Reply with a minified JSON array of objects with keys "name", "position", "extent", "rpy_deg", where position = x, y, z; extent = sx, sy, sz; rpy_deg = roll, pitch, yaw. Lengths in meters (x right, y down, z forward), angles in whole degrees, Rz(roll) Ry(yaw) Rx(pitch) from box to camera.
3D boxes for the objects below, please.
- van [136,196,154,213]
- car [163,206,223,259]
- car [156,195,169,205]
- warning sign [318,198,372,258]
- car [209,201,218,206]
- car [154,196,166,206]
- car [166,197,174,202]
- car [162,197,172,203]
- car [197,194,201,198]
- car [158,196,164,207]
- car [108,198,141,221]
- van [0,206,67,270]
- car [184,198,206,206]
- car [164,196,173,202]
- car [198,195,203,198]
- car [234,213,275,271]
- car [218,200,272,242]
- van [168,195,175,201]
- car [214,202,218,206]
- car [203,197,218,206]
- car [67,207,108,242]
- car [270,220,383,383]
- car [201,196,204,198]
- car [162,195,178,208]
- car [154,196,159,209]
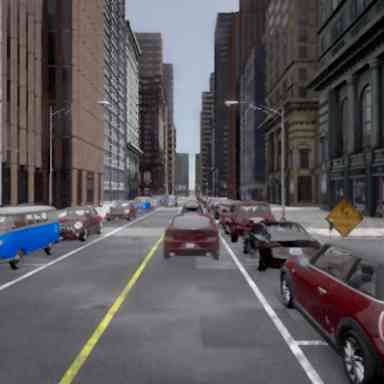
[{"name":"van","position":[-5.839,1.469,39.055],"extent":[1.690,1.788,3.998],"rpy_deg":[0,0,0]},{"name":"car","position":[0.051,1.520,12.831],"extent":[1.882,1.535,5.008],"rpy_deg":[0,0,3]},{"name":"car","position":[-5.895,1.544,67.238],"extent":[2.192,1.841,5.009],"rpy_deg":[0,0,0]},{"name":"warning sign","position":[5.052,1.152,11.060],"extent":[1.300,1.860,1.060],"rpy_deg":[0,0,0]},{"name":"car","position":[2.708,1.657,27.806],"extent":[1.947,1.339,4.313],"rpy_deg":[0,0,0]},{"name":"car","position":[-5.884,1.648,61.600],"extent":[1.967,1.590,4.097],"rpy_deg":[0,0,0]},{"name":"car","position":[-5.938,1.898,89.783],"extent":[1.802,1.307,4.206],"rpy_deg":[0,0,0]},{"name":"car","position":[-5.916,1.837,78.510],"extent":[1.947,1.339,4.313],"rpy_deg":[0,0,0]},{"name":"car","position":[2.609,1.854,78.532],"extent":[1.802,1.307,4.206],"rpy_deg":[0,0,0]},{"name":"car","position":[-5.861,1.717,50.327],"extent":[2.008,1.369,4.403],"rpy_deg":[0,0,0]},{"name":"car","position":[-5.817,1.531,27.781],"extent":[1.967,1.590,4.097],"rpy_deg":[0,0,0]},{"name":"van","position":[-5.784,1.376,10.872],"extent":[1.690,1.788,3.998],"rpy_deg":[0,0,0]},{"name":"car","position":[0.018,1.603,29.527],"extent":[1.837,1.490,4.892],"rpy_deg":[0,0,0]},{"name":"car","position":[-5.927,1.844,84.146],"extent":[2.008,1.369,4.403],"rpy_deg":[0,0,0]},{"name":"car","position":[2.631,1.812,67.259],"extent":[1.802,1.307,4.206],"rpy_deg":[0,0,0]},{"name":"car","position":[2.741,1.602,10.897],"extent":[1.947,1.339,4.313],"rpy_deg":[0,0,0]},{"name":"car","position":[2.730,1.370,16.534],"extent":[2.192,1.841,5.009],"rpy_deg":[0,0,0]},{"name":"van","position":[-5.950,1.681,95.421],"extent":[1.690,1.788,3.998],"rpy_deg":[0,0,0]},{"name":"car","position":[2.719,1.618,22.170],"extent":[1.887,1.381,4.507],"rpy_deg":[0,0,0]},{"name":"car","position":[2.686,1.569,39.078],"extent":[1.967,1.590,4.097],"rpy_deg":[0,0,0]},{"name":"car","position":[-5.795,1.494,16.508],"extent":[1.967,1.590,4.097],"rpy_deg":[0,0,0]},{"name":"car","position":[2.752,1.458,5.261],"extent":[1.967,1.590,4.097],"rpy_deg":[0,0,0]},{"name":"car","position":[2.664,1.734,50.350],"extent":[1.947,1.339,4.313],"rpy_deg":[0,0,0]},{"name":"car","position":[-3.179,1.661,51.318],"extent":[2.128,1.511,4.902],"rpy_deg":[0,0,0]},{"name":"car","position":[-5.850,1.671,44.521],"extent":[1.752,1.417,4.829],"rpy_deg":[0,0,0]}]
